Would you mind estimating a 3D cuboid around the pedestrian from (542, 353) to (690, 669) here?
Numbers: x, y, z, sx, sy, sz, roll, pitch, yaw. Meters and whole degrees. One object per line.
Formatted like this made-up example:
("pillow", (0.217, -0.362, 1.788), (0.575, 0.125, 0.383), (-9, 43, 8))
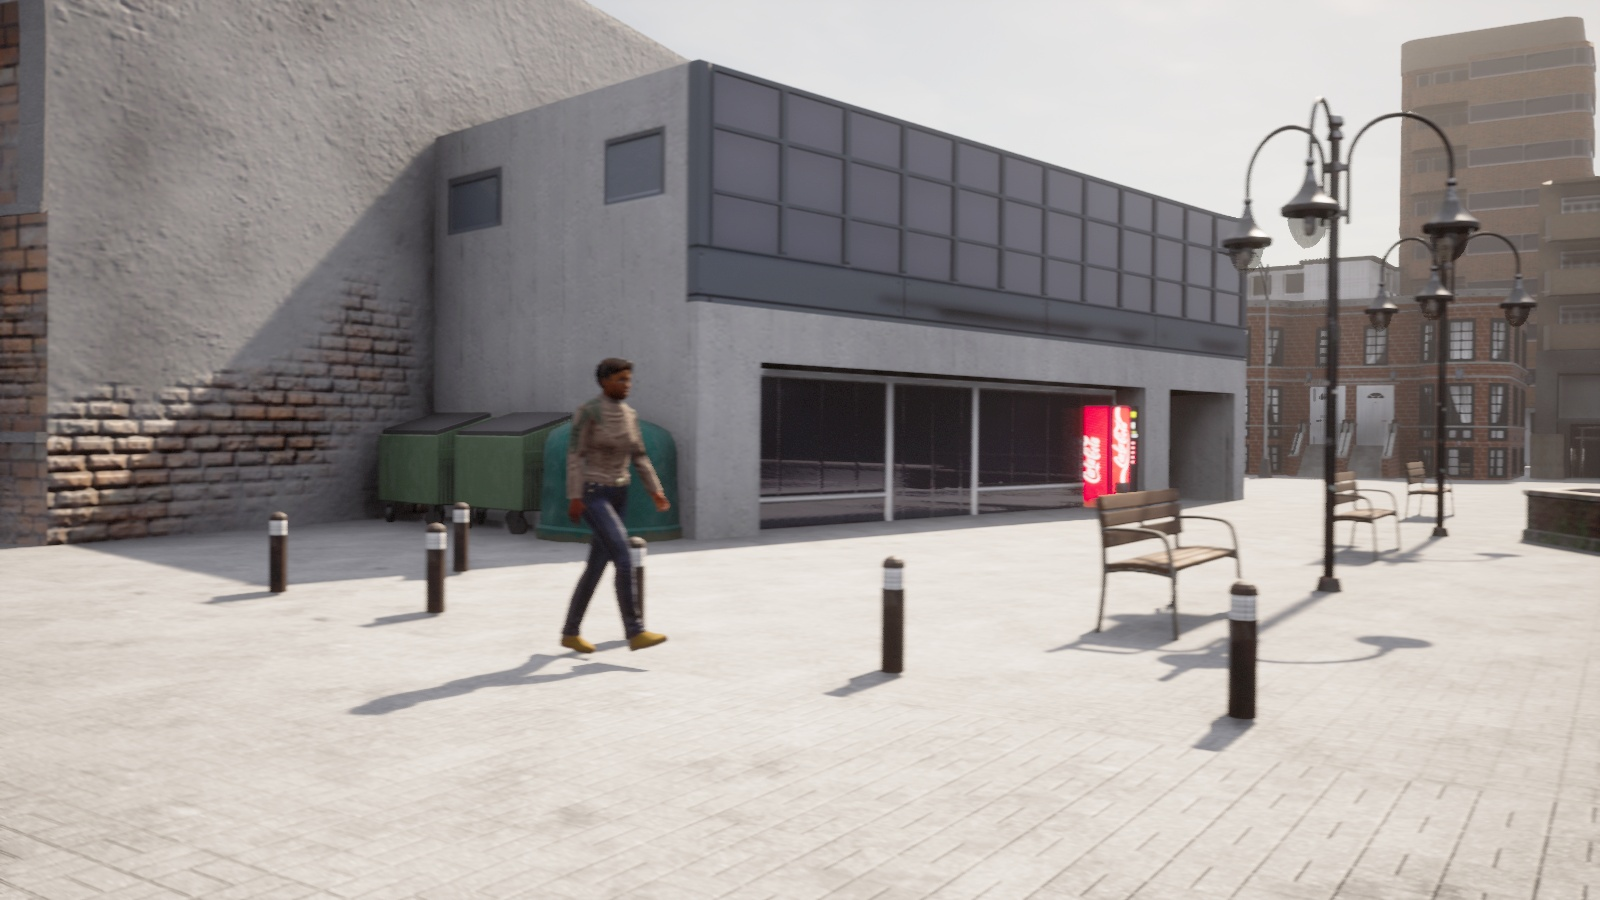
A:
("pedestrian", (-1.113, 0.348, 7.565), (0.869, 1.805, 0.328), (0, 1, 34))
